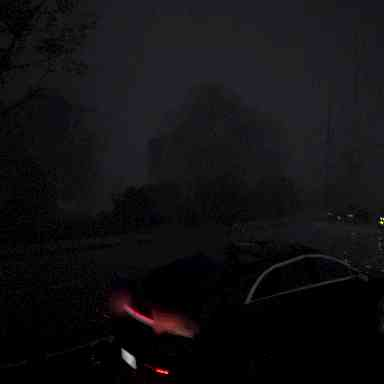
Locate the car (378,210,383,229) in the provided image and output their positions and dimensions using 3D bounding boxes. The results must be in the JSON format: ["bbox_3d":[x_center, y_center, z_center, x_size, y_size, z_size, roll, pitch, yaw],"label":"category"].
[{"bbox_3d":[13.163,1.519,20.824,1.837,1.490,4.892,0,0,43],"label":"car"}]

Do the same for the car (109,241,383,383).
[{"bbox_3d":[1.257,1.499,4.923,4.902,1.511,2.128,0,0,-38],"label":"car"}]

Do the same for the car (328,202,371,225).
[{"bbox_3d":[11.527,1.521,24.182,1.837,1.490,4.892,0,0,42],"label":"car"}]
